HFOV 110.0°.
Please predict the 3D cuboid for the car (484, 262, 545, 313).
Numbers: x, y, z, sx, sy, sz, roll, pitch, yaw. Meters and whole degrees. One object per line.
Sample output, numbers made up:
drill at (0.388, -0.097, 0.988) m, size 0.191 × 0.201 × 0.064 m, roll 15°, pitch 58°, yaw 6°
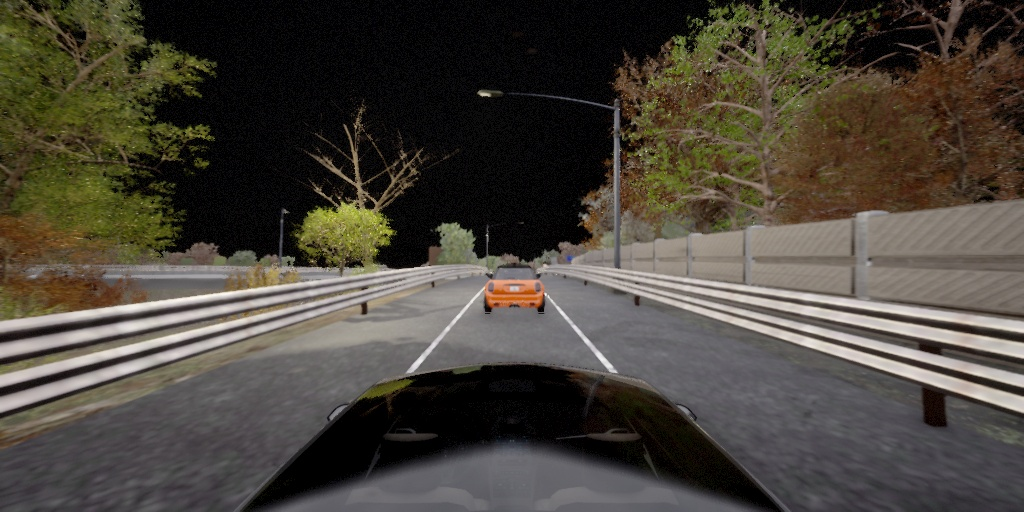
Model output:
car at (0.088, 1.087, 13.965) m, size 2.097 × 1.767 × 4.553 m, roll 0°, pitch 0°, yaw 0°
